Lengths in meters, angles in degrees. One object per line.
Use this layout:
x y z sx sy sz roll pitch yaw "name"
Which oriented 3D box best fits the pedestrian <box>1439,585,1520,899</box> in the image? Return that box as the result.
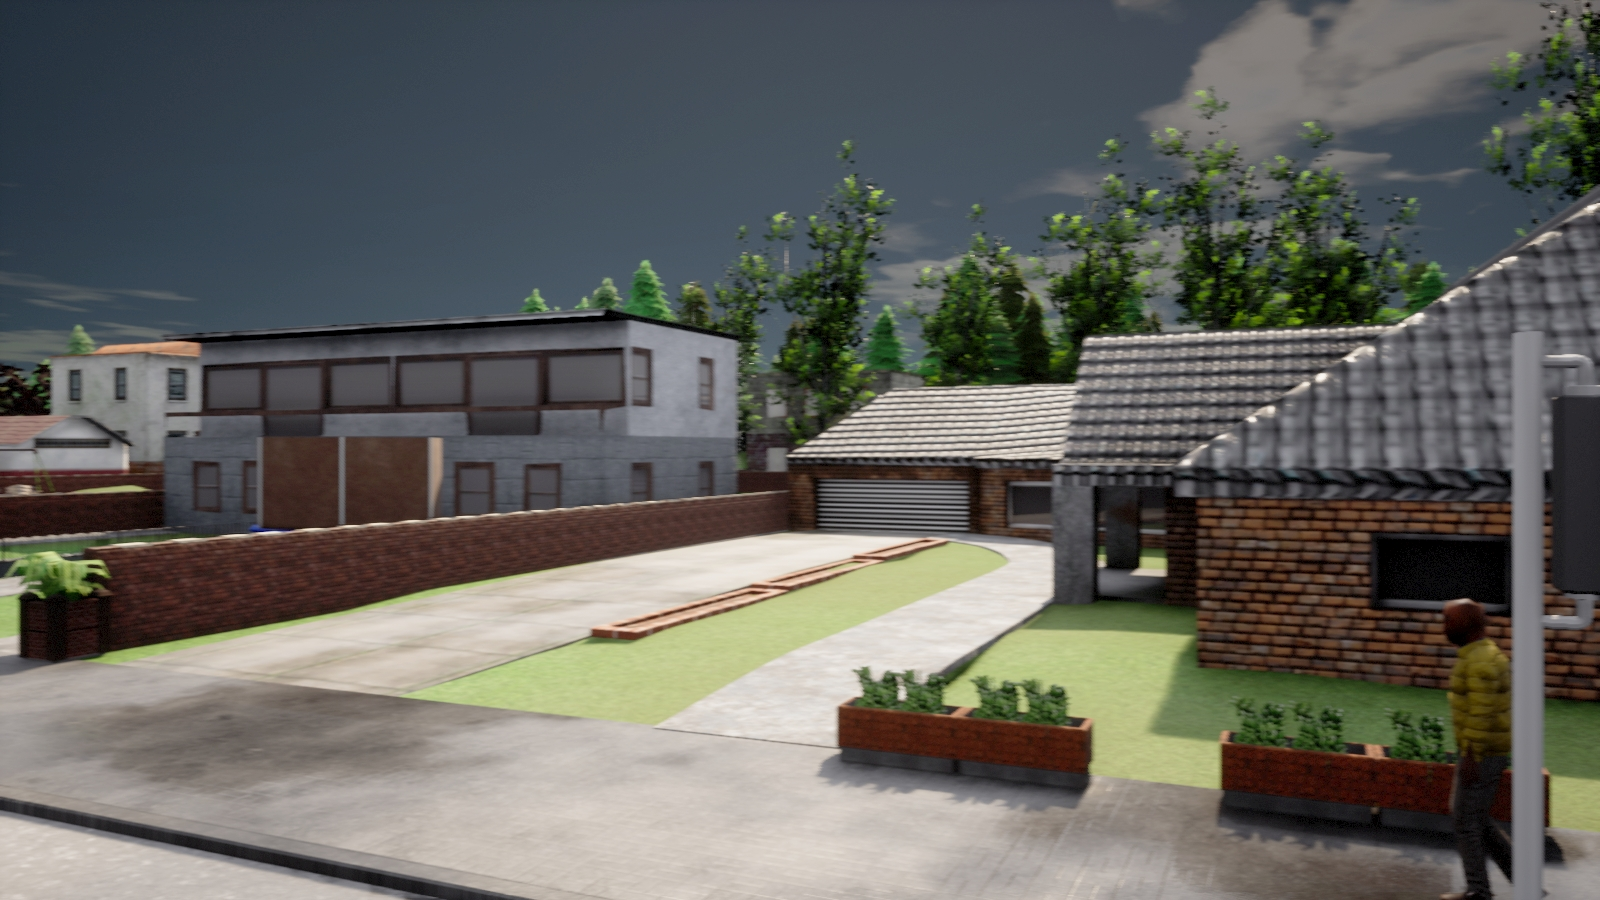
3.926 1.738 6.599 0.375 1.860 0.375 0 0 35 "pedestrian"
